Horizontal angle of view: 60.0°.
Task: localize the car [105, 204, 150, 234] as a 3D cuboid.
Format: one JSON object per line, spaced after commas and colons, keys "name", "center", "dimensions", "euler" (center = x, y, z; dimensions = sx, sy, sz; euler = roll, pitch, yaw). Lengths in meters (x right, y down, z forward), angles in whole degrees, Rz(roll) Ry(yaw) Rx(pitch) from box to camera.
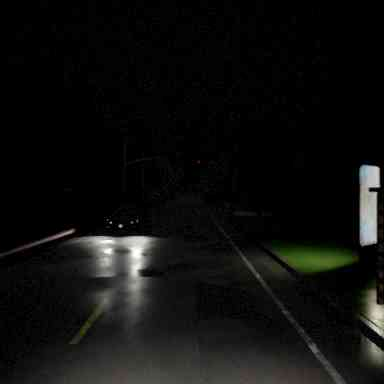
{"name": "car", "center": [-3.537, 1.467, 19.003], "dimensions": [1.837, 1.490, 4.892], "euler": [0, 0, 0]}
